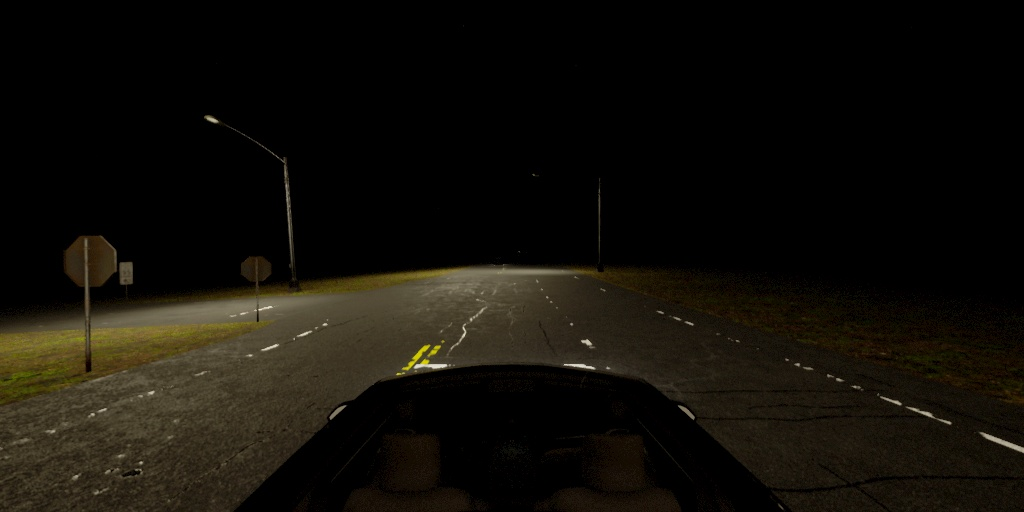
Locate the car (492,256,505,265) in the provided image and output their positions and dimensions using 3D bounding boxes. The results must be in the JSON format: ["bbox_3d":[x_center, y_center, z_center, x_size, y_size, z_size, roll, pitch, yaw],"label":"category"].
[{"bbox_3d":[-2.321,0.742,62.278,1.882,1.535,5.008,0,1,2],"label":"car"}]
